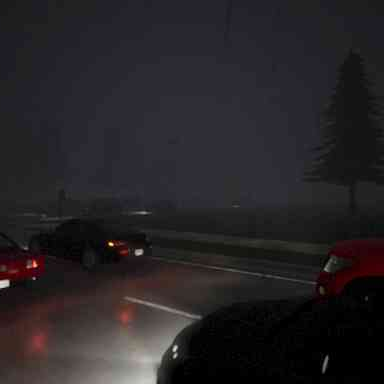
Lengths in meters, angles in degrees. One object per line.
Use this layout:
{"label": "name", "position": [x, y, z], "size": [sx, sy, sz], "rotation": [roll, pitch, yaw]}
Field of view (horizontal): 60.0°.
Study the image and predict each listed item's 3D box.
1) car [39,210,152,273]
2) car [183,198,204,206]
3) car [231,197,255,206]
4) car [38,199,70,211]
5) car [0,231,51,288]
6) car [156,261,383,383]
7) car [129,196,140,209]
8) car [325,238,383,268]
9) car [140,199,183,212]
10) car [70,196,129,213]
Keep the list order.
{"label": "car", "position": [-3.346, 1.520, 10.704], "size": [4.674, 1.442, 1.812], "rotation": [0, 0, 36]}
{"label": "car", "position": [-0.087, 1.580, 54.353], "size": [1.895, 1.301, 4.718], "rotation": [0, 0, 37]}
{"label": "car", "position": [8.416, 1.532, 54.052], "size": [2.033, 1.411, 5.357], "rotation": [0, 0, 37]}
{"label": "car", "position": [-13.970, 1.484, 35.623], "size": [1.837, 1.490, 4.892], "rotation": [0, 0, 37]}
{"label": "car", "position": [-5.672, 1.595, 8.069], "size": [4.718, 1.301, 1.895], "rotation": [0, 0, 36]}
{"label": "car", "position": [1.703, 1.564, 2.765], "size": [4.181, 1.385, 1.994], "rotation": [0, 0, 36]}
{"label": "car", "position": [-8.601, 1.332, 42.872], "size": [2.097, 1.767, 4.553], "rotation": [0, 0, 37]}
{"label": "car", "position": [4.808, 1.222, 4.837], "size": [5.566, 2.045, 2.150], "rotation": [0, 0, 36]}
{"label": "car", "position": [-3.445, 1.548, 38.075], "size": [1.994, 1.385, 4.181], "rotation": [0, 0, 37]}
{"label": "car", "position": [-8.567, 1.336, 31.150], "size": [2.097, 1.767, 4.553], "rotation": [0, 0, 36]}
